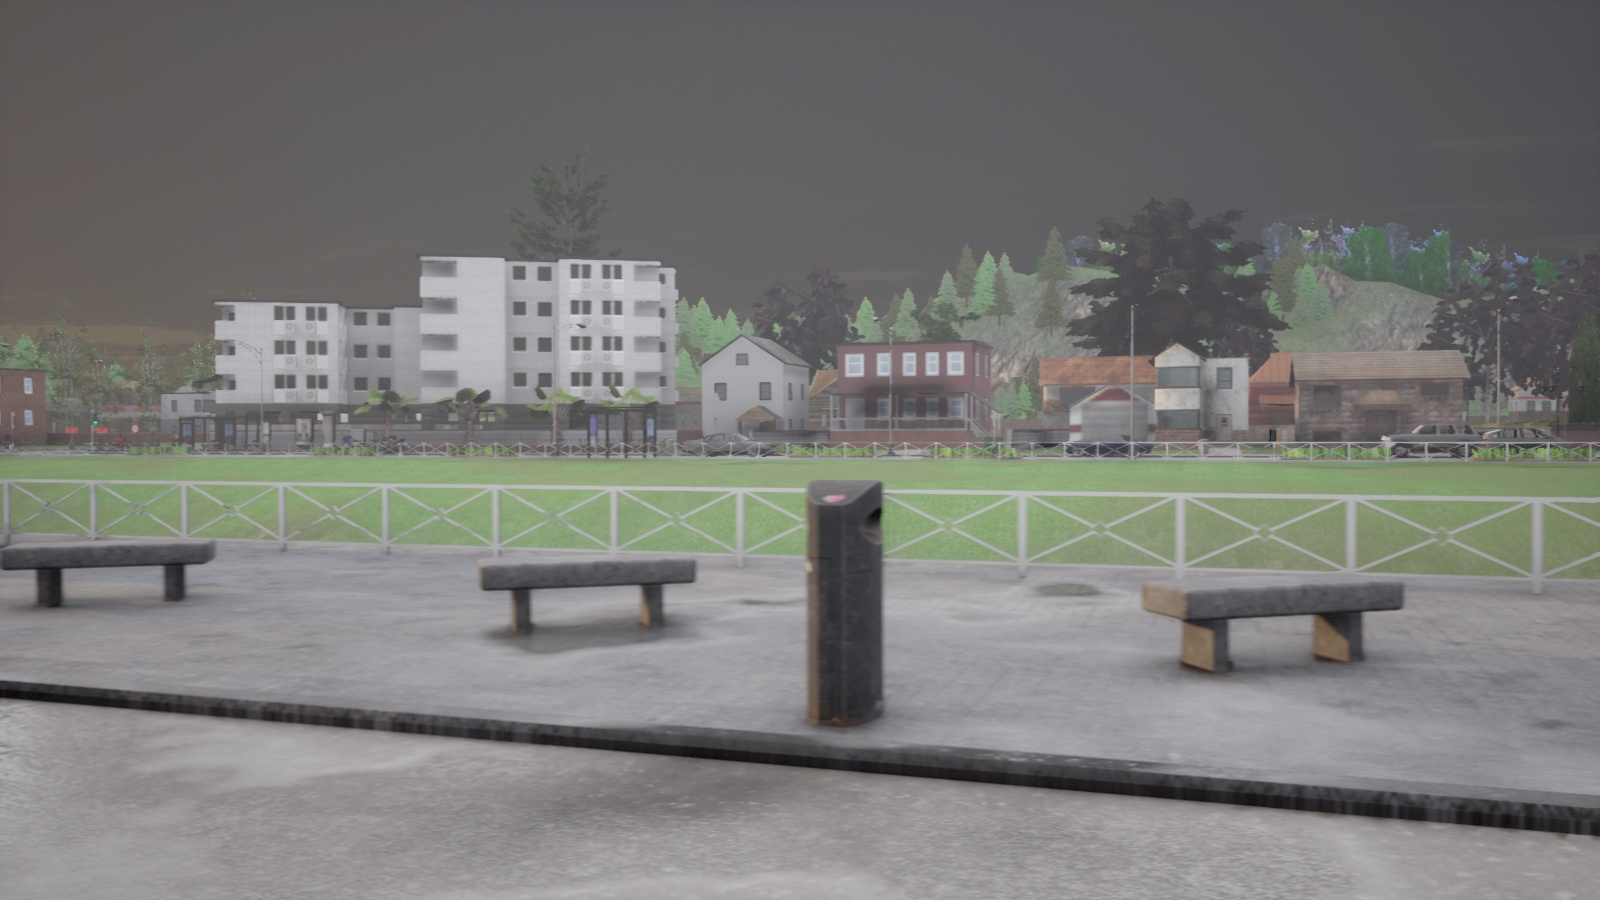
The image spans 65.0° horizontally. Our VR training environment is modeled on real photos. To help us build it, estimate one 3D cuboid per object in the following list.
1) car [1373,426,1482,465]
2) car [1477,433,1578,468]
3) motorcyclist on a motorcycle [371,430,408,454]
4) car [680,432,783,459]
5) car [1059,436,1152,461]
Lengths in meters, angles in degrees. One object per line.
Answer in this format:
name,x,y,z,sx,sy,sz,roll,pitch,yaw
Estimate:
car,31.182,-0.241,62.532,4.605,1.855,1.932,1,1,19
car,33.323,0.008,57.593,3.705,1.549,1.789,0,1,19
motorcyclist on a motorcycle,-26.839,-0.554,82.071,2.191,1.530,0.866,1,1,19
car,-3.834,-0.263,70.105,5.357,1.411,2.033,1,1,19
car,16.445,-0.092,67.499,4.718,1.301,1.895,1,1,19
